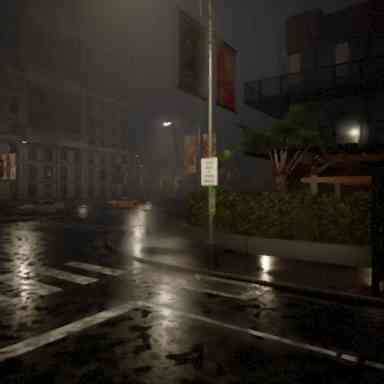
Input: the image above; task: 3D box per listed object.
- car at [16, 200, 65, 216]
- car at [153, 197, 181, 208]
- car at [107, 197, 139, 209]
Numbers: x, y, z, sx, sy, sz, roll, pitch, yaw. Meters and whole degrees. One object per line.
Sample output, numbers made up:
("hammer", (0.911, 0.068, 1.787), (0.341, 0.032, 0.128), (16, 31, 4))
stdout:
("car", (-14.731, 1.531, 32.603), (1.812, 1.442, 4.674), (0, 0, 35))
("car", (-3.544, 1.514, 48.395), (1.837, 1.490, 4.892), (0, 0, 35))
("car", (-9.499, 1.483, 46.086), (1.882, 1.535, 5.008), (0, 0, 35))
